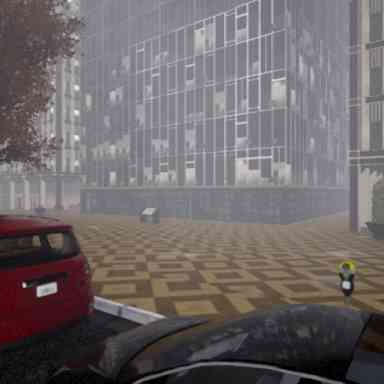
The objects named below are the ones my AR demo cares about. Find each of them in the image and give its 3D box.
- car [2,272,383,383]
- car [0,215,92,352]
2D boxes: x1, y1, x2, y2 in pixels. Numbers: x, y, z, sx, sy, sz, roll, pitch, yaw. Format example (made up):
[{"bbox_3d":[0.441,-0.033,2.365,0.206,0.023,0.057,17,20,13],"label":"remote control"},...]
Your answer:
[{"bbox_3d":[0.719,1.565,2.366,4.313,1.339,1.947,0,0,36],"label":"car"},{"bbox_3d":[-3.767,1.312,5.586,5.009,1.841,2.192,0,0,36],"label":"car"}]
